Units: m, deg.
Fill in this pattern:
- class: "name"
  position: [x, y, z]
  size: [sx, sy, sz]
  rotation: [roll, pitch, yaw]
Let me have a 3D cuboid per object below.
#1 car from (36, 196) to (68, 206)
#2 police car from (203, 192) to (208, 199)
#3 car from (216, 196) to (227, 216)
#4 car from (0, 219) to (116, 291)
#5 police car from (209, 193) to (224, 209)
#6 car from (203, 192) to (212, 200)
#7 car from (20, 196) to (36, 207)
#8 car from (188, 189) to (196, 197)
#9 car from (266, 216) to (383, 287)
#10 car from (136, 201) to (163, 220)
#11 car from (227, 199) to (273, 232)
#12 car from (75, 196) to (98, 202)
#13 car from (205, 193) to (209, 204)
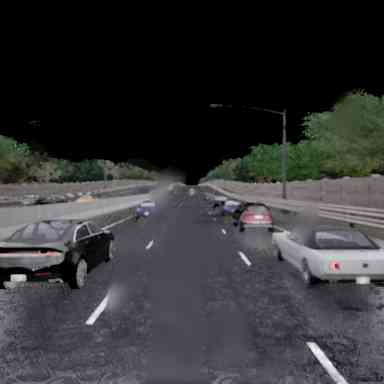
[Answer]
- class: "car"
  position: [-17.569, 1.393, 42.425]
  size: [1.895, 1.301, 4.718]
  rotation: [0, 0, 0]
- class: "police car"
  position: [3.525, 1.105, 63.766]
  size: [2.038, 1.542, 4.974]
  rotation: [0, 1, 0]
- class: "car"
  position: [3.512, 1.406, 30.763]
  size: [1.812, 1.442, 4.674]
  rotation: [0, 0, 0]
- class: "car"
  position: [-3.397, 1.463, 8.939]
  size: [2.128, 1.511, 4.902]
  rotation: [0, 0, 0]
- class: "police car"
  position: [3.516, 1.223, 41.874]
  size: [1.930, 1.638, 5.238]
  rotation: [0, 0, 0]
- class: "car"
  position: [3.529, 0.876, 74.754]
  size: [1.837, 1.490, 4.892]
  rotation: [0, 2, 0]
- class: "car"
  position: [-21.058, 1.266, 44.538]
  size: [2.128, 1.511, 4.902]
  rotation: [0, 1, 0]
- class: "car"
  position: [0.034, 0.496, 84.907]
  size: [2.128, 1.511, 4.902]
  rotation: [0, 2, 0]
- class: "car"
  position: [3.603, 1.572, 9.216]
  size: [1.895, 1.301, 4.718]
  rotation: [0, 0, 0]
- class: "car"
  position: [-3.389, 1.428, 27.141]
  size: [1.812, 1.442, 4.674]
  rotation: [0, 0, 0]
- class: "car"
  position: [3.508, 1.367, 19.762]
  size: [2.033, 1.649, 4.856]
  rotation: [0, 0, 0]
- class: "car"
  position: [-14.063, 1.253, 44.524]
  size: [1.882, 1.535, 5.008]
  rotation: [0, 1, 0]
- class: "car"
  position: [3.521, 1.214, 52.768]
  size: [1.837, 1.490, 4.892]
  rotation: [0, 0, 0]
